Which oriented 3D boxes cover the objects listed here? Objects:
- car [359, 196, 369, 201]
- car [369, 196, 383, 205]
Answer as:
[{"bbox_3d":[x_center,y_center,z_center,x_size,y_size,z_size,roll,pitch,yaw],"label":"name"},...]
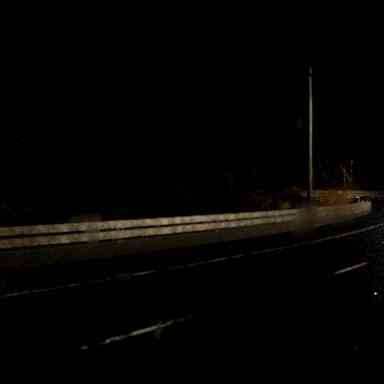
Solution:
[{"bbox_3d":[39.159,1.620,74.820,1.837,1.490,4.892,0,0,7],"label":"car"},{"bbox_3d":[37.197,1.746,65.529,2.128,1.511,4.902,0,0,13],"label":"car"}]
